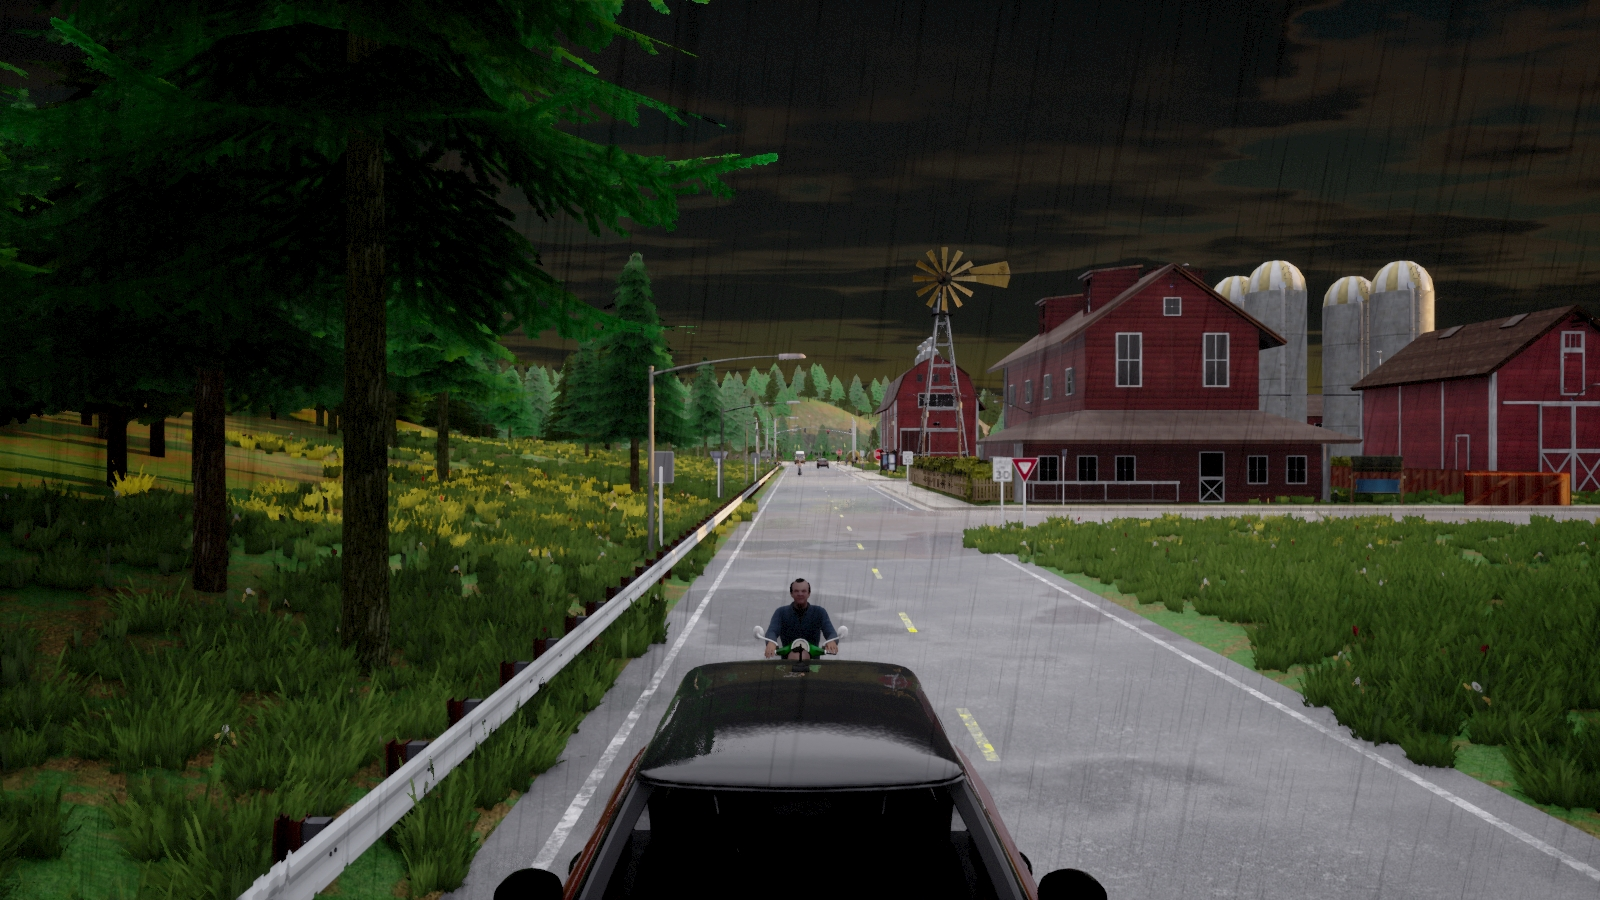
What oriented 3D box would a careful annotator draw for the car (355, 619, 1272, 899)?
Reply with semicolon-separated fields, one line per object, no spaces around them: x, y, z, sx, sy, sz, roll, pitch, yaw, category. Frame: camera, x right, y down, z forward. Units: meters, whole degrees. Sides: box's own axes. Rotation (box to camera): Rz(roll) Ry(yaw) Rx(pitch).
0.032;1.899;4.503;2.097;1.767;4.553;0;0;0;car

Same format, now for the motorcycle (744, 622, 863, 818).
0.027;2.229;9.842;0.867;1.251;2.209;-2;-3;0;motorcycle
